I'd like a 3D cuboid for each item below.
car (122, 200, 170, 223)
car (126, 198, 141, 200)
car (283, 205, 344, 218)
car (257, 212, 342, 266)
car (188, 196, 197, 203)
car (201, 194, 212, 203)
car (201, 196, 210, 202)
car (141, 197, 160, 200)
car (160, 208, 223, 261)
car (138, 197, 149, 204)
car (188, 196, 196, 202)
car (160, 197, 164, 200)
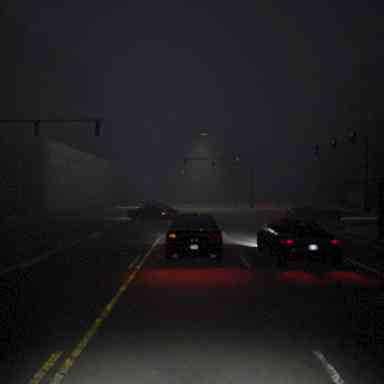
[{"bbox_3d":[-3.236,1.654,27.110,2.033,1.411,5.357,0,0,-42],"label":"car"},{"bbox_3d":[-10.544,1.787,56.785,1.994,1.385,4.181,0,0,0],"label":"car"},{"bbox_3d":[10.242,1.711,28.063,4.718,1.301,1.895,0,0,-12],"label":"car"},{"bbox_3d":[3.579,1.610,11.804,1.994,1.385,4.181,0,0,0],"label":"car"},{"bbox_3d":[0.018,1.820,77.367,1.812,1.442,4.674,0,0,0],"label":"car"},{"bbox_3d":[3.518,1.820,77.366,1.812,1.442,4.674,0,0,0],"label":"car"},{"bbox_3d":[3.520,1.756,87.368,2.128,1.511,4.902,0,0,0],"label":"car"},{"bbox_3d":[-7.044,1.788,56.863,1.994,1.385,4.181,0,0,1],"label":"car"},{"bbox_3d":[0.077,1.527,12.476,1.882,1.535,5.008,0,0,0],"label":"car"},{"bbox_3d":[-10.483,1.807,71.969,1.812,1.442,4.674,0,0,0],"label":"car"},{"bbox_3d":[0.020,1.709,87.369,1.882,1.535,5.008,0,0,0],"label":"car"},{"bbox_3d":[-6.983,1.807,72.021,1.812,1.442,4.674,0,0,0],"label":"car"}]
